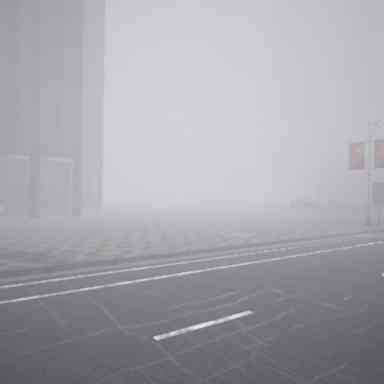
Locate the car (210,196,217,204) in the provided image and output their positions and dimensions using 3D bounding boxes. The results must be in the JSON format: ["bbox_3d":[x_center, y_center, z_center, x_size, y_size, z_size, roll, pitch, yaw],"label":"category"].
[{"bbox_3d":[6.562,2.091,75.036,1.802,1.307,4.206,1,-1,-36],"label":"car"}]

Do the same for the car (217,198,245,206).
[{"bbox_3d":[7.475,1.993,63.778,1.994,1.385,4.181,1,-1,-35],"label":"car"}]

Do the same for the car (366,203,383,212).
[{"bbox_3d":[26.349,2.075,47.307,2.008,1.369,4.403,1,-1,-36],"label":"car"}]

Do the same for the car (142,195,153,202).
[{"bbox_3d":[-10.267,1.830,83.948,1.967,1.590,4.097,1,-1,-36],"label":"car"}]

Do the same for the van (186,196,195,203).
[{"bbox_3d":[-0.031,1.849,84.281,1.690,1.788,3.998,1,-1,-36],"label":"van"}]

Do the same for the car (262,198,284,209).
[{"bbox_3d":[12.815,1.980,51.597,1.802,1.307,4.206,1,-1,-36],"label":"car"}]

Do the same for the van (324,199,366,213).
[{"bbox_3d":[19.414,1.748,42.356,1.690,1.788,3.998,1,-1,-36],"label":"van"}]

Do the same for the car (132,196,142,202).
[{"bbox_3d":[-13.467,1.915,88.430,1.752,1.417,4.829,1,-1,-36],"label":"car"}]

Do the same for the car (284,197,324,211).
[{"bbox_3d":[16.117,1.717,46.978,2.192,1.841,5.009,1,-1,-36],"label":"car"}]

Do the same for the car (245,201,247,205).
[{"bbox_3d":[9.860,2.092,70.414,1.802,1.307,4.206,1,-1,-36],"label":"car"}]

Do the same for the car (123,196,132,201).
[{"bbox_3d":[-16.864,1.955,93.190,1.947,1.339,4.313,1,-1,-36],"label":"car"}]

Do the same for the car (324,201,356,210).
[{"bbox_3d":[23.051,2.101,51.928,1.802,1.307,4.206,1,-1,-36],"label":"car"}]

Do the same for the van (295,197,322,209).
[{"bbox_3d":[19.756,1.856,56.552,1.690,1.788,3.998,1,-1,-36],"label":"van"}]

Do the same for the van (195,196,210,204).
[{"bbox_3d":[3.267,1.850,79.659,1.690,1.788,3.998,1,-1,-36],"label":"van"}]

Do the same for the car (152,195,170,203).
[{"bbox_3d":[-6.971,1.942,79.326,2.008,1.369,4.403,1,-1,-36],"label":"car"}]
